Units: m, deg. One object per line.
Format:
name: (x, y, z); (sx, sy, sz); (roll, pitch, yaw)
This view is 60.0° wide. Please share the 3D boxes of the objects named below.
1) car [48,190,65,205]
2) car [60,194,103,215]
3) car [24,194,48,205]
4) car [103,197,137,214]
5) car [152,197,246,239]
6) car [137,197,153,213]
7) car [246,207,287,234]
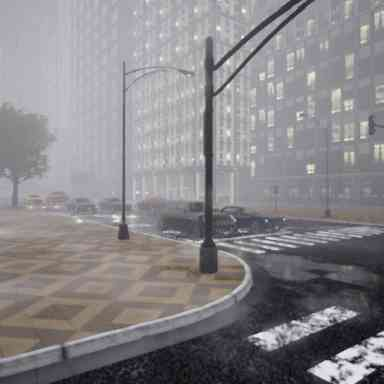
car: (-19.893, 0.797, 49.255); (2.150, 2.045, 5.566); (0, 0, -37)
car: (-10.293, 1.240, 30.761); (1.837, 1.490, 4.892); (0, 0, -37)
car: (-22.466, 1.042, 47.265); (1.882, 1.535, 5.008); (0, 0, -37)
car: (-7.596, 1.228, 32.580); (1.882, 1.535, 5.008); (0, 0, -37)
car: (0.186, 1.230, 16.688); (2.097, 1.767, 4.553); (0, 0, -37)
car: (-3.869, 1.255, 33.331); (1.882, 1.535, 5.008); (0, 0, -37)
car: (2.910, 1.492, 18.596); (1.895, 1.301, 4.718); (0, 0, -39)
